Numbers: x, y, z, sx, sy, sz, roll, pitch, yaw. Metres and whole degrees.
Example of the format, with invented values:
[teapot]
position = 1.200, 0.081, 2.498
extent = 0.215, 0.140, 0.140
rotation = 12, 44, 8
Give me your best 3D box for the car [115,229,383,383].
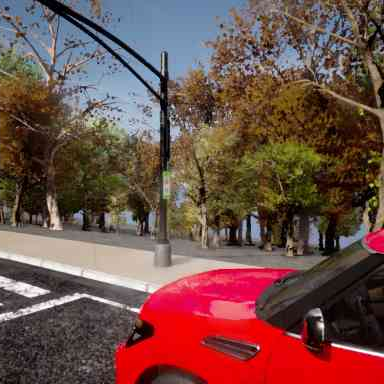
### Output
[car]
position = 1.976, 1.221, 2.304
extent = 5.566, 2.045, 2.150
rotation = 0, 0, 34
